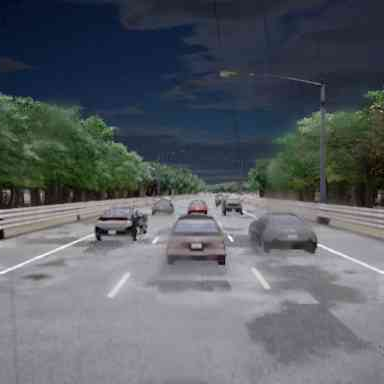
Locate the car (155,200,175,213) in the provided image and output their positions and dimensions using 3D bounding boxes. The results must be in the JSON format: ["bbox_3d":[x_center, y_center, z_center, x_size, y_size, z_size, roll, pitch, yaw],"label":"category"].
[{"bbox_3d":[-2.889,1.533,34.067,1.994,1.385,4.181,0,0,2],"label":"car"}]

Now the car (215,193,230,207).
[{"bbox_3d":[4.718,1.367,51.629,2.097,1.767,4.553,0,0,3],"label":"car"}]

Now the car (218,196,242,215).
[{"bbox_3d":[3.998,1.474,33.798,1.837,1.490,4.892,0,0,2],"label":"car"}]

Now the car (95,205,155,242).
[{"bbox_3d":[-3.291,1.462,16.254,2.128,1.511,4.902,0,0,1],"label":"car"}]

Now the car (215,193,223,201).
[{"bbox_3d":[7.557,1.429,92.274,2.150,2.045,5.566,0,0,5],"label":"car"}]

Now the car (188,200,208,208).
[{"bbox_3d":[0.615,1.534,34.149,1.994,1.385,4.181,0,0,2],"label":"car"}]

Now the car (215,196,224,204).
[{"bbox_3d":[5.759,1.628,69.440,1.812,1.442,4.674,0,0,4],"label":"car"}]

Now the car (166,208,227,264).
[{"bbox_3d":[0.151,1.523,11.644,2.033,1.411,5.357,0,0,1],"label":"car"}]

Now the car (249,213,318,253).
[{"bbox_3d":[3.569,1.539,13.652,1.994,1.385,4.181,0,0,1],"label":"car"}]
